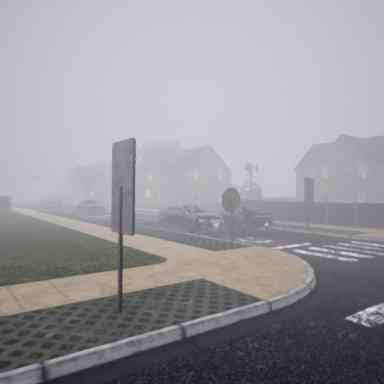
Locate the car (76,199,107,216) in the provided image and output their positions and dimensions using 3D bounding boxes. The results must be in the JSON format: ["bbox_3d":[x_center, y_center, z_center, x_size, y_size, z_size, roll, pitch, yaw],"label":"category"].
[{"bbox_3d":[-10.069,1.482,33.000,1.837,1.490,4.892,1,-1,-36],"label":"car"}]

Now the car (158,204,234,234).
[{"bbox_3d":[-0.161,1.472,19.348,2.128,1.511,4.902,1,0,-36],"label":"car"}]

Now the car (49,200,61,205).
[{"bbox_3d":[-19.570,1.324,46.240,1.895,1.301,4.718,1,-1,-36],"label":"car"}]

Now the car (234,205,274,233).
[{"bbox_3d":[2.676,1.505,19.759,2.128,1.511,4.902,1,0,-33],"label":"car"}]
